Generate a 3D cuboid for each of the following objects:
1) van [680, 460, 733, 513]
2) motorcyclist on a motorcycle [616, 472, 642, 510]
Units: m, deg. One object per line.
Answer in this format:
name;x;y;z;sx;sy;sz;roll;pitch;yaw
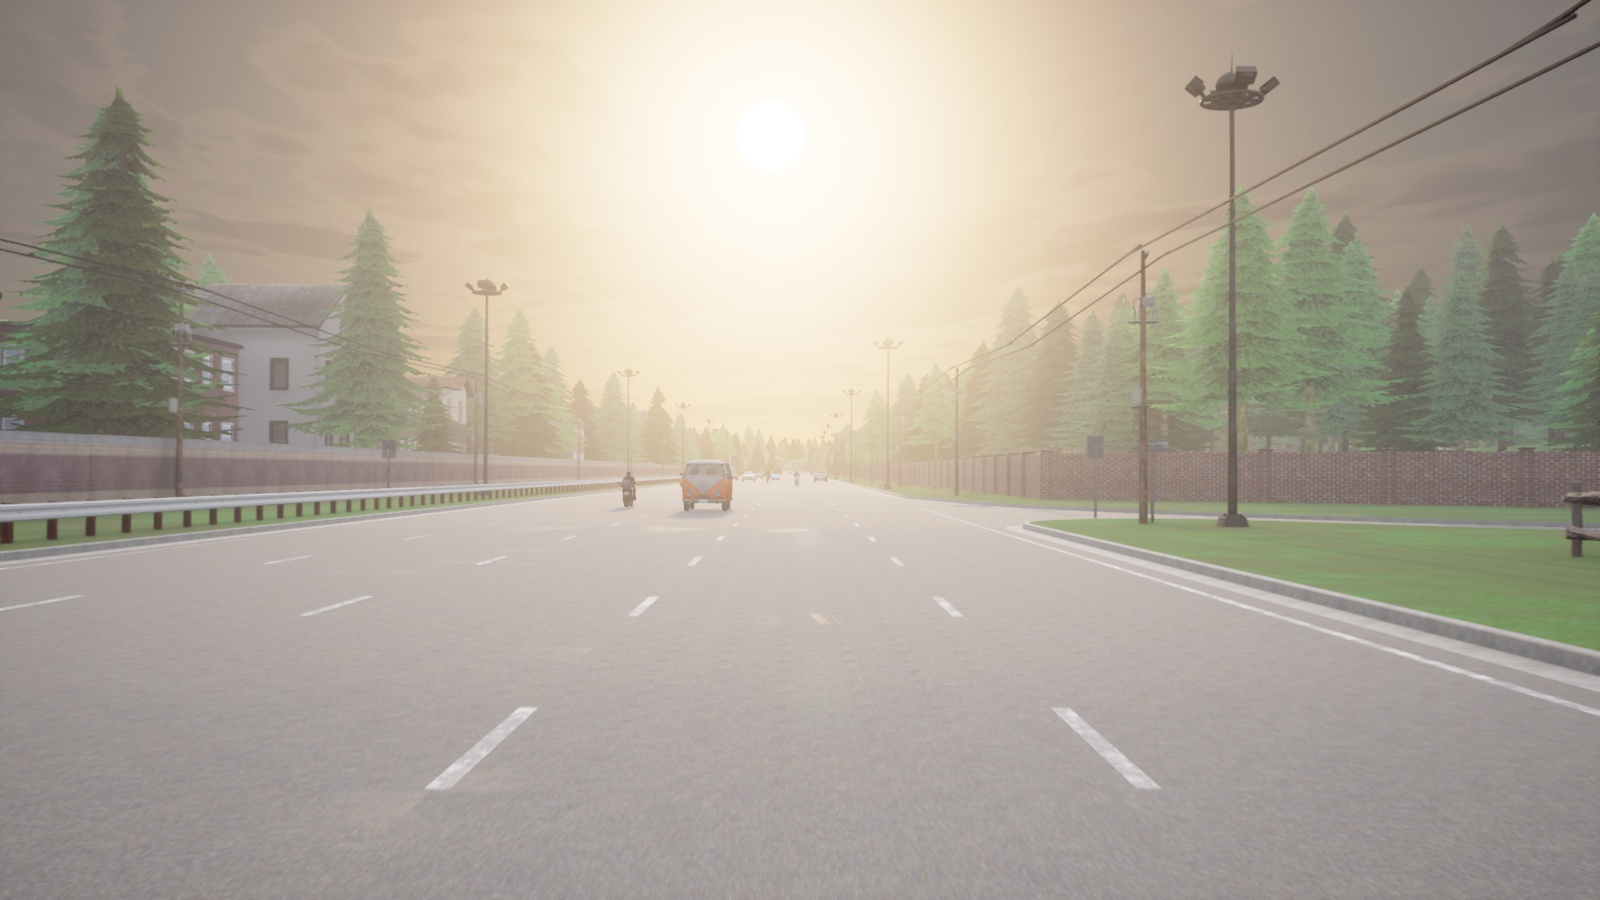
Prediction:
van;-3.620;1.408;49.366;1.775;1.987;4.442;0;-1;0
motorcyclist on a motorcycle;-7.126;1.700;52.335;0.797;1.523;2.044;0;-1;0
